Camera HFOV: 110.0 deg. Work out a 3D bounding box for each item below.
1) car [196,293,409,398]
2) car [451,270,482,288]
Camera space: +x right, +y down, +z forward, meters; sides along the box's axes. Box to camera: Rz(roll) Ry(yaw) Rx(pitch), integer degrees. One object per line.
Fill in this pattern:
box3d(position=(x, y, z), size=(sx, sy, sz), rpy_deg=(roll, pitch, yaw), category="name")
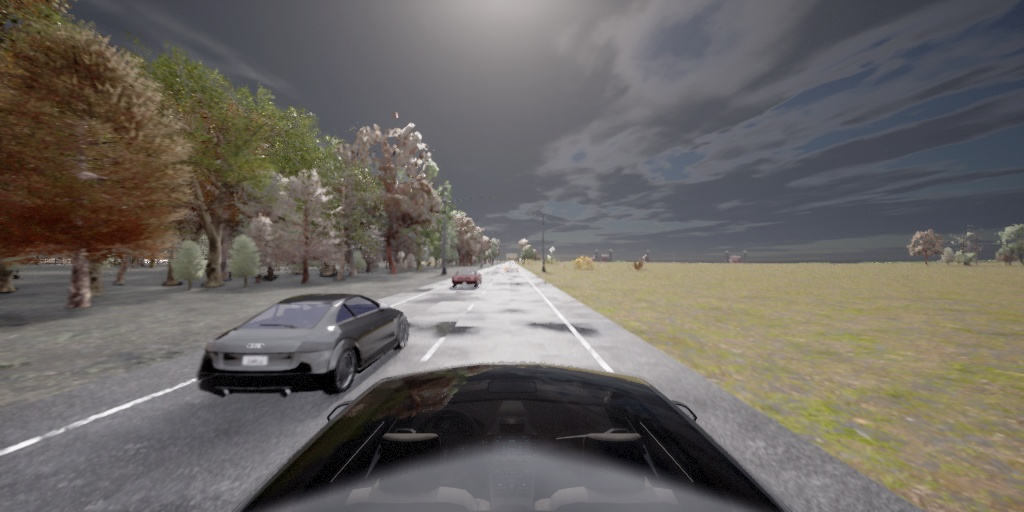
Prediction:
box3d(position=(-3.409, 1.382, 6.770), size=(1.994, 1.385, 4.181), rpy_deg=(0, -1, 0), category="car")
box3d(position=(-3.413, 1.706, 27.905), size=(1.895, 1.301, 4.718), rpy_deg=(0, -1, 0), category="car")
